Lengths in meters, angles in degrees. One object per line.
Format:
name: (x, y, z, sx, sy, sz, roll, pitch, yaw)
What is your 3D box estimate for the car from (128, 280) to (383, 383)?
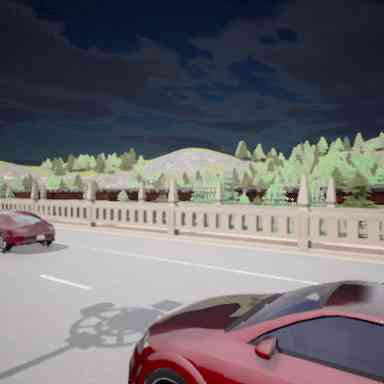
car: (1.396, 1.563, 2.993, 4.181, 1.385, 1.994, 0, 0, 36)

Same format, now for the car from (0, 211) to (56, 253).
car: (-7.451, 1.509, 13.610, 4.674, 1.442, 1.812, 0, 0, 36)
